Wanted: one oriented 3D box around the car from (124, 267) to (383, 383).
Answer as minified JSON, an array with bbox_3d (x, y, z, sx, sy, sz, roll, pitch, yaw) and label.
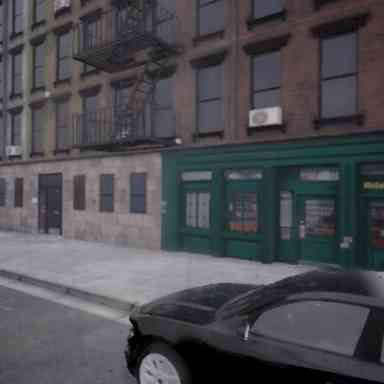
[{"bbox_3d":[1.516,1.518,3.231,5.008,1.535,1.882,0,-1,34],"label":"car"}]
